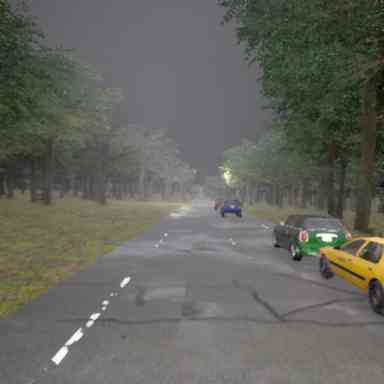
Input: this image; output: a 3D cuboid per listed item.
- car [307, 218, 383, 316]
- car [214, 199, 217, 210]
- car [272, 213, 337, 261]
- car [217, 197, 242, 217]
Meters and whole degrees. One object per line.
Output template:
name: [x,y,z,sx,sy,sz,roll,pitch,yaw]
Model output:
car: [4.622,1.721,7.978,1.801,1.575,5.366,2,-1,2]
car: [4.752,1.863,52.805,2.150,2.045,5.566,2,0,2]
car: [4.777,1.681,13.759,2.097,1.767,4.553,2,-1,2]
car: [4.409,1.747,38.110,2.150,2.045,5.566,2,0,2]
